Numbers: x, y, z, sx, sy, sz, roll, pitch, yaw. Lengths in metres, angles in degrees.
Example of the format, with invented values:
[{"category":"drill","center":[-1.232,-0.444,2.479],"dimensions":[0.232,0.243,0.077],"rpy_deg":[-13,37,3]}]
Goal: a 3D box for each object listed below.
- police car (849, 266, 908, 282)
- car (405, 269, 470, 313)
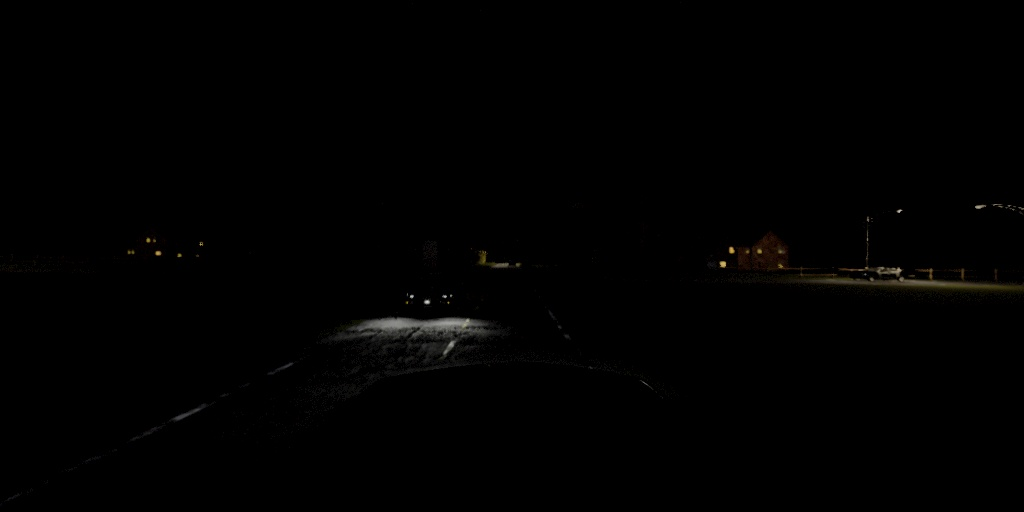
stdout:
[{"category":"police car","center":[39.013,1.868,38.249],"dimensions":[5.238,1.638,1.930],"rpy_deg":[1,0,0]},{"category":"car","center":[-2.829,1.303,14.424],"dimensions":[1.837,1.490,4.892],"rpy_deg":[0,0,0]}]
